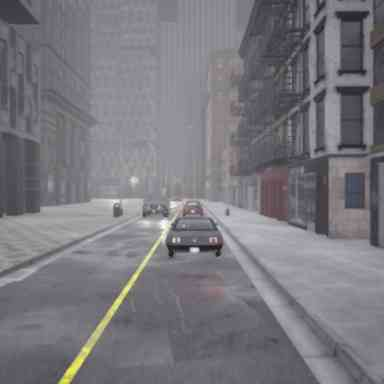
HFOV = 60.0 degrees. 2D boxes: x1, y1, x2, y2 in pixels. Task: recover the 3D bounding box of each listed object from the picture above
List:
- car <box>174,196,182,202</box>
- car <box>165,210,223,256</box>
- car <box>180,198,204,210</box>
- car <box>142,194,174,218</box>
[{"bbox_3d":[-3.034,1.468,71.376,2.033,1.411,5.357,0,0,0],"label":"car"},{"bbox_3d":[0.091,1.594,13.033,1.895,1.301,4.718,0,0,0],"label":"car"},{"bbox_3d":[0.084,1.509,30.890,1.812,1.442,4.674,0,0,0],"label":"car"},{"bbox_3d":[-3.113,1.206,29.875,2.150,2.045,5.566,0,0,0],"label":"car"}]
